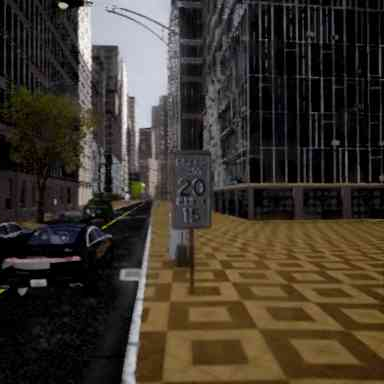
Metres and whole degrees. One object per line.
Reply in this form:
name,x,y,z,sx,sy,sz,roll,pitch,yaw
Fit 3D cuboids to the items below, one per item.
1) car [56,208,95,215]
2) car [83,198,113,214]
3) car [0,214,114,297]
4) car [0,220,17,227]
car,-7.368,1.853,19.903,1.895,1.301,4.718,0,-1,-6
car,-8.542,1.610,30.427,2.150,2.045,5.566,0,-1,-6
car,-3.262,1.592,8.894,2.128,1.511,4.902,0,-1,-6
car,-6.219,1.619,9.682,2.128,1.511,4.902,0,-1,-6
